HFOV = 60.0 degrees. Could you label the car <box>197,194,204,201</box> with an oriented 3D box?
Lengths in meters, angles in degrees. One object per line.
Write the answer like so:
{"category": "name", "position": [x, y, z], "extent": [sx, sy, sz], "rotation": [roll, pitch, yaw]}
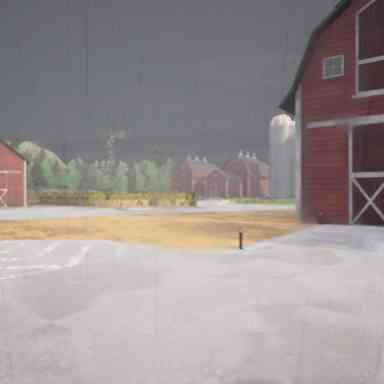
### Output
{"category": "car", "position": [1.291, 1.486, 90.823], "extent": [1.932, 1.855, 4.605], "rotation": [0, 0, 35]}
